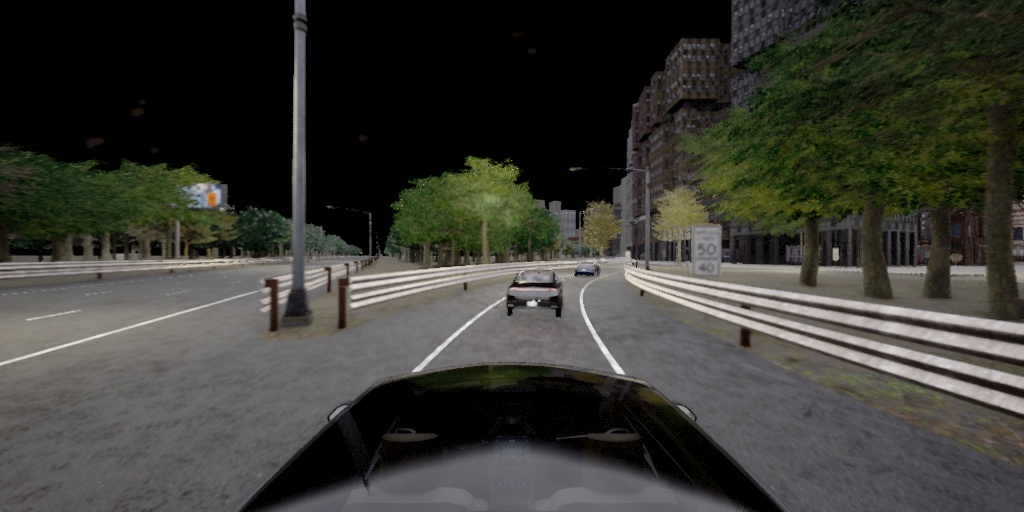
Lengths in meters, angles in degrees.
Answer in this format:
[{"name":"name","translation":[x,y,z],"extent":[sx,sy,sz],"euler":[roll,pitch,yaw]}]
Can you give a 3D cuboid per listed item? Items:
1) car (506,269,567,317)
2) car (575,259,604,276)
[{"name":"car","translation":[0.969,1.237,13.300],"extent":[2.128,1.511,4.902],"euler":[0,0,8]},{"name":"car","translation":[7.702,1.309,36.249],"extent":[1.994,1.385,4.181],"euler":[0,0,23]}]
